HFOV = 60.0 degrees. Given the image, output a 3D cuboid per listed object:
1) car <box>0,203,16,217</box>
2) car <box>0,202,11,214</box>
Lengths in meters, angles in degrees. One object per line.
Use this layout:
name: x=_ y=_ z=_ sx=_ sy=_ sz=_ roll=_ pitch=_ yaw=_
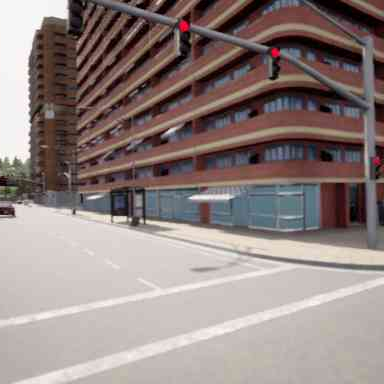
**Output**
car: x=-22.158 y=2.166 z=39.654 sx=1.882 sy=1.535 sz=5.008 roll=-1 pitch=0 yaw=-31
car: x=-27.327 y=2.316 z=48.011 sx=1.882 sy=1.535 sz=5.008 roll=-1 pitch=0 yaw=-31
